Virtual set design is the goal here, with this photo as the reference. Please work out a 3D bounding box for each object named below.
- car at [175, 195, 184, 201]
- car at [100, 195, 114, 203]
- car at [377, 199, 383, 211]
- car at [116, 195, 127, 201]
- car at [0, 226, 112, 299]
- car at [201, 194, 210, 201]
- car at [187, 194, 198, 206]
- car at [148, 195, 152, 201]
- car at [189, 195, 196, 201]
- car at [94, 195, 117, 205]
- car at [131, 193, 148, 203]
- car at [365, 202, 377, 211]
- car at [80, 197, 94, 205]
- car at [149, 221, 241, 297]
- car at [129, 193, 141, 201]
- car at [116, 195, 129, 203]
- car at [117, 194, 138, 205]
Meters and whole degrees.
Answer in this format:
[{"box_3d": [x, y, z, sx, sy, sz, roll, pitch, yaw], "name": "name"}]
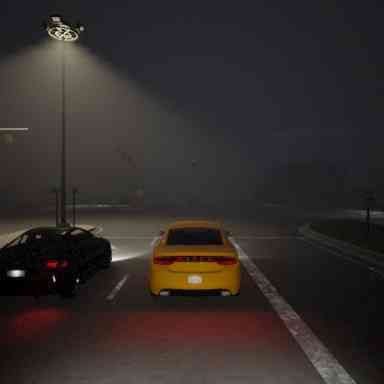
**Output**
[{"box_3d": [-3.388, 1.517, 87.478, 1.812, 1.442, 4.674, 0, 0, 0], "name": "car"}, {"box_3d": [-18.408, 1.500, 72.346, 1.837, 1.490, 4.892, 0, 0, 0], "name": "car"}, {"box_3d": [23.137, 1.564, 36.362, 4.181, 1.385, 1.994, 0, 0, -1], "name": "car"}, {"box_3d": [-18.389, 1.494, 87.159, 1.837, 1.490, 4.892, 0, 0, 0], "name": "car"}, {"box_3d": [-3.425, 1.564, 8.522, 1.994, 1.385, 4.181, 0, 0, 0], "name": "car"}, {"box_3d": [3.612, 1.588, 87.499, 1.895, 1.301, 4.718, 0, 0, 0], "name": "car"}, {"box_3d": [0.072, 1.525, 56.447, 1.812, 1.442, 4.674, 0, 0, 0], "name": "car"}, {"box_3d": [-11.390, 1.490, 86.173, 1.837, 1.490, 4.892, 0, 0, 0], "name": "car"}, {"box_3d": [0.111, 1.491, 87.057, 1.837, 1.490, 4.892, 0, 0, 0], "name": "car"}, {"box_3d": [-15.003, 1.564, 57.764, 1.994, 1.385, 4.181, 0, 0, 0], "name": "car"}, {"box_3d": [-11.409, 1.355, 71.640, 2.097, 1.767, 4.553, 0, 0, 0], "name": "car"}, {"box_3d": [23.300, 1.526, 39.863, 4.674, 1.442, 1.812, 0, 0, -1], "name": "car"}, {"box_3d": [-18.484, 1.601, 59.747, 1.895, 1.301, 4.718, 0, 0, 0], "name": "car"}, {"box_3d": [0.076, 1.478, 8.651, 1.882, 1.535, 5.008, 0, 0, 0], "name": "car"}, {"box_3d": [-14.890, 1.221, 86.596, 2.150, 2.045, 5.566, 0, 0, 0], "name": "car"}, {"box_3d": [-14.909, 1.500, 71.276, 1.837, 1.490, 4.892, 0, 0, 0], "name": "car"}, {"box_3d": [-11.499, 1.547, 58.964, 2.033, 1.411, 5.357, 0, 0, 0], "name": "car"}]
